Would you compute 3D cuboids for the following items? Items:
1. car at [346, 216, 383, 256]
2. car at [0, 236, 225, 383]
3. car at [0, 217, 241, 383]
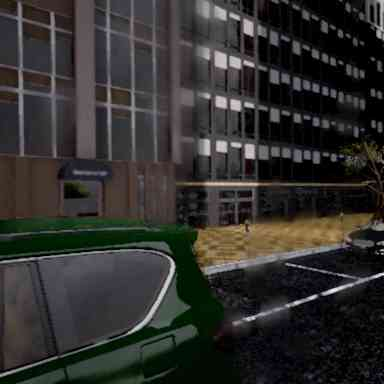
[{"bbox_3d":[7.398,1.586,12.344,4.403,1.369,2.008,0,-1,-37],"label":"car"},{"bbox_3d":[-1.627,1.615,5.433,4.206,1.307,1.802,0,-1,-37],"label":"car"},{"bbox_3d":[-2.199,1.240,1.725,5.566,2.045,2.150,0,0,-37],"label":"car"}]
